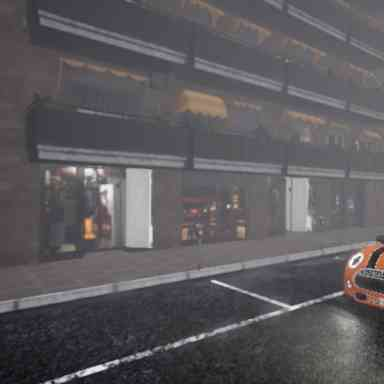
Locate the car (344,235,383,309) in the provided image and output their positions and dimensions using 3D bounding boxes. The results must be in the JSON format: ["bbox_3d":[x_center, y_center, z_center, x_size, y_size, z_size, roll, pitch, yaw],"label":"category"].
[{"bbox_3d":[5.297,1.390,7.156,4.553,1.767,2.097,0,0,-35],"label":"car"}]
